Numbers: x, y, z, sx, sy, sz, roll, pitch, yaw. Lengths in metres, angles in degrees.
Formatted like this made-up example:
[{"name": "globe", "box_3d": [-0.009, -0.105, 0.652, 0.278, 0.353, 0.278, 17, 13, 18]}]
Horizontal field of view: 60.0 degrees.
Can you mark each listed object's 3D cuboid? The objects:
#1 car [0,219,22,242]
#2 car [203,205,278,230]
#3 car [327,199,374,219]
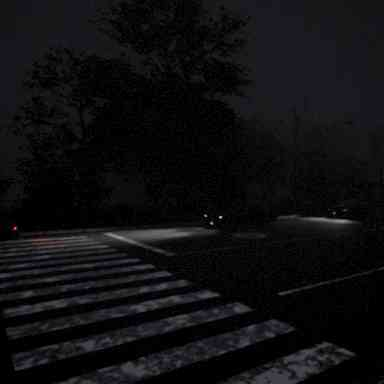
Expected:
[{"name": "car", "box_3d": [-9.323, 1.427, 12.264, 5.357, 1.411, 2.033, 0, 0, -32]}, {"name": "car", "box_3d": [2.981, 1.479, 20.358, 4.718, 1.301, 1.895, 0, 1, -34]}, {"name": "car", "box_3d": [12.946, 1.340, 26.984, 4.674, 1.442, 1.812, -1, 1, -33]}]
